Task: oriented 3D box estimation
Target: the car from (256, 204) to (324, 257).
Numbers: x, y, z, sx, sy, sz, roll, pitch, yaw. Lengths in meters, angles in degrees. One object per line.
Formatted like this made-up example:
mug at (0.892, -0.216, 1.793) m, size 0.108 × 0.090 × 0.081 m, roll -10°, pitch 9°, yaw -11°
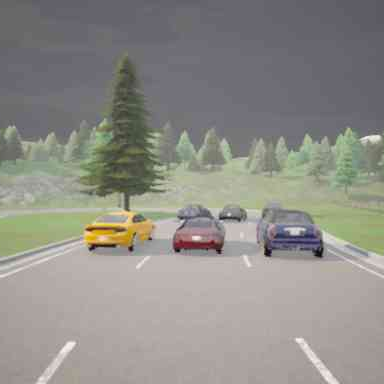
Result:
car at (3.863, 1.477, 13.814) m, size 2.097 × 1.767 × 4.553 m, roll 0°, pitch -1°, yaw 7°

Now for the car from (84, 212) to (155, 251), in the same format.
car at (-3.037, 1.622, 14.951) m, size 1.882 × 1.535 × 5.008 m, roll 0°, pitch 0°, yaw 7°

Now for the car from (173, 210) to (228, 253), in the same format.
car at (0.415, 1.700, 14.398) m, size 1.994 × 1.385 × 4.181 m, roll 0°, pitch 0°, yaw 7°

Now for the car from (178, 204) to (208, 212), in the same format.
car at (0.243, 1.830, 30.165) m, size 2.033 × 1.411 × 5.357 m, roll 0°, pitch -1°, yaw 18°

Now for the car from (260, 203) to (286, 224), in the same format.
car at (6.994, 1.767, 28.312) m, size 1.837 × 1.490 × 4.892 m, roll 0°, pitch 0°, yaw 18°

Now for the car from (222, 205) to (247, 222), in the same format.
car at (3.660, 1.837, 29.367) m, size 1.994 × 1.385 × 4.181 m, roll 0°, pitch -1°, yaw 18°
